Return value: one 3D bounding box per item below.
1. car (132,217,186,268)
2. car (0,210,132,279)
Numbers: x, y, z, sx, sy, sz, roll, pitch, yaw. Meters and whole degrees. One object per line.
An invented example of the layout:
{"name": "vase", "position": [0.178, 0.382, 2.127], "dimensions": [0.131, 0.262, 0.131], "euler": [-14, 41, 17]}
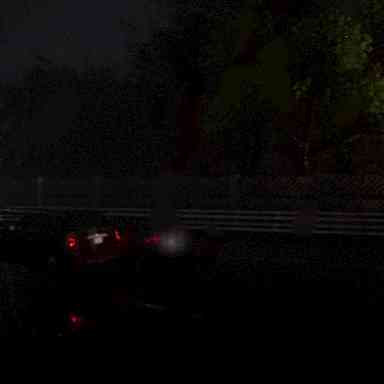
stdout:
{"name": "car", "position": [-2.300, 1.531, 11.270], "dimensions": [4.181, 1.385, 1.994], "euler": [0, -1, 32]}
{"name": "car", "position": [-4.321, 1.332, 10.189], "dimensions": [4.553, 1.767, 2.097], "euler": [0, 1, 33]}
